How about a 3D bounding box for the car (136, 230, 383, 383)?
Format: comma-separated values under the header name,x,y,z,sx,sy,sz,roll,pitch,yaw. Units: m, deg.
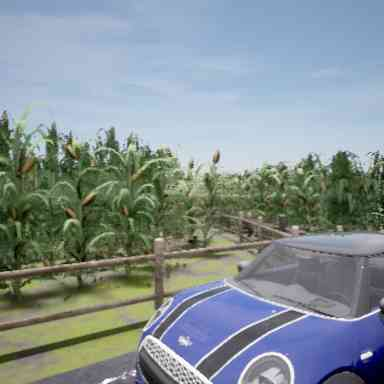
name,x,y,z,sx,sy,sz,roll,pitch,yaw
car,1.636,1.350,4.053,4.553,1.767,2.097,0,0,-34
